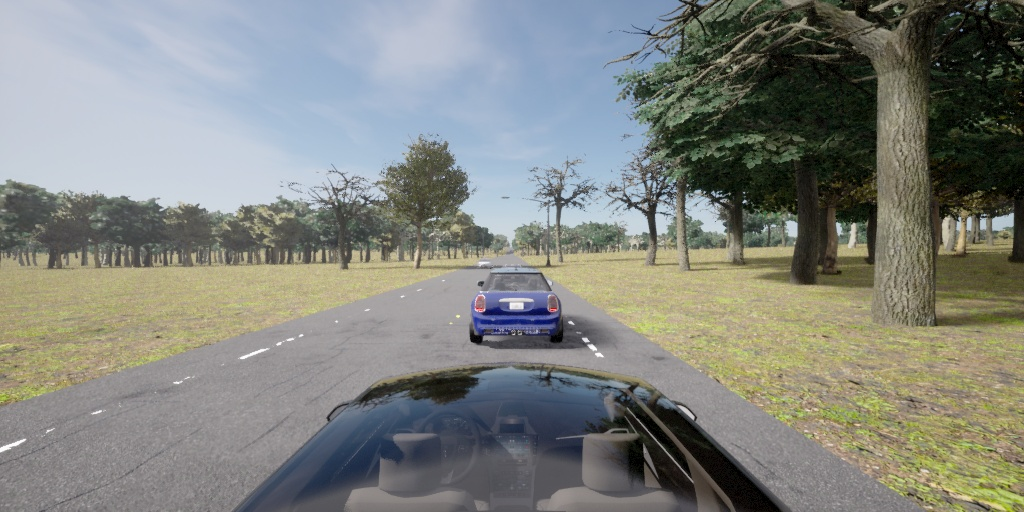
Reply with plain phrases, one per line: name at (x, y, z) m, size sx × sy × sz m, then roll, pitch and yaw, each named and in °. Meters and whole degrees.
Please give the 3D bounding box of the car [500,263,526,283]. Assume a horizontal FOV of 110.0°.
car at (0.068, 1.256, 27.922) m, size 1.895 × 1.301 × 4.718 m, roll 0°, pitch 0°, yaw 0°

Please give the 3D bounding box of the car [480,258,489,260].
car at (-3.644, 1.036, 48.405) m, size 1.812 × 1.442 × 4.674 m, roll 0°, pitch 1°, yaw 0°

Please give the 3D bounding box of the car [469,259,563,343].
car at (0.088, 1.085, 9.819) m, size 2.097 × 1.767 × 4.553 m, roll 0°, pitch 0°, yaw 0°
